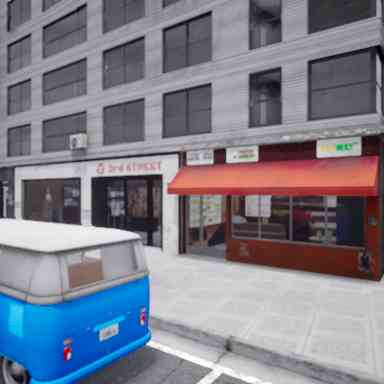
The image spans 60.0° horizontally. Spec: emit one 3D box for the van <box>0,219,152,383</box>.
[{"bbox_3d":[-2.438,1.345,4.829,3.998,1.788,1.690,0,0,36],"label":"van"}]
